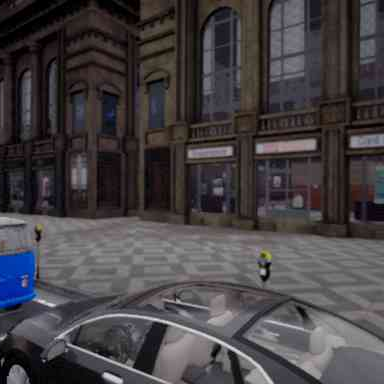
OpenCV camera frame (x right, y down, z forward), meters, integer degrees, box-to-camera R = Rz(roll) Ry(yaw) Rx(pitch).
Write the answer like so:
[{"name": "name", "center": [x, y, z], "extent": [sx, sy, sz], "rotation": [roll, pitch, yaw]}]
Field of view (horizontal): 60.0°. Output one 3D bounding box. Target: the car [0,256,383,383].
[{"name": "car", "center": [-0.090, 1.540, 3.044], "extent": [4.403, 1.369, 2.008], "rotation": [0, 0, 36]}]

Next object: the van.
[{"name": "van", "center": [-4.684, 1.295, 6.379], "extent": [3.998, 1.788, 1.690], "rotation": [0, 0, 36]}]
